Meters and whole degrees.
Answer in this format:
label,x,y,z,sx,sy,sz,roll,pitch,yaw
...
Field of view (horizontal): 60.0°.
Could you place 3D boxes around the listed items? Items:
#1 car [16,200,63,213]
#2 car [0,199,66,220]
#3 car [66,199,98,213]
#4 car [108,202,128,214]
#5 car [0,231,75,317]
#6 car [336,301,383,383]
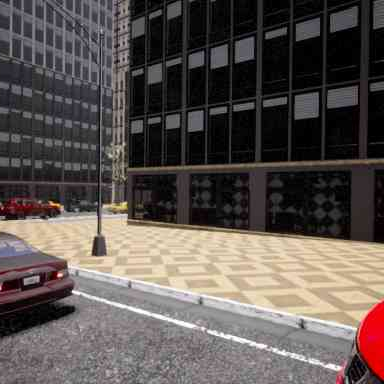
label,x,y,z,sx,sy,sz,roll,pitch,yaw
car,-17.862,1.643,39.158,1.752,1.417,4.829,1,0,37
car,-14.385,1.519,29.775,2.192,1.841,5.009,1,0,37
car,-13.390,1.699,40.824,1.837,1.490,4.892,1,0,37
car,-7.567,1.830,38.972,1.752,1.417,4.829,1,0,37
car,-4.772,1.544,7.100,5.357,1.411,2.033,0,0,35
car,3.501,1.222,1.178,5.566,2.045,2.150,0,0,36
